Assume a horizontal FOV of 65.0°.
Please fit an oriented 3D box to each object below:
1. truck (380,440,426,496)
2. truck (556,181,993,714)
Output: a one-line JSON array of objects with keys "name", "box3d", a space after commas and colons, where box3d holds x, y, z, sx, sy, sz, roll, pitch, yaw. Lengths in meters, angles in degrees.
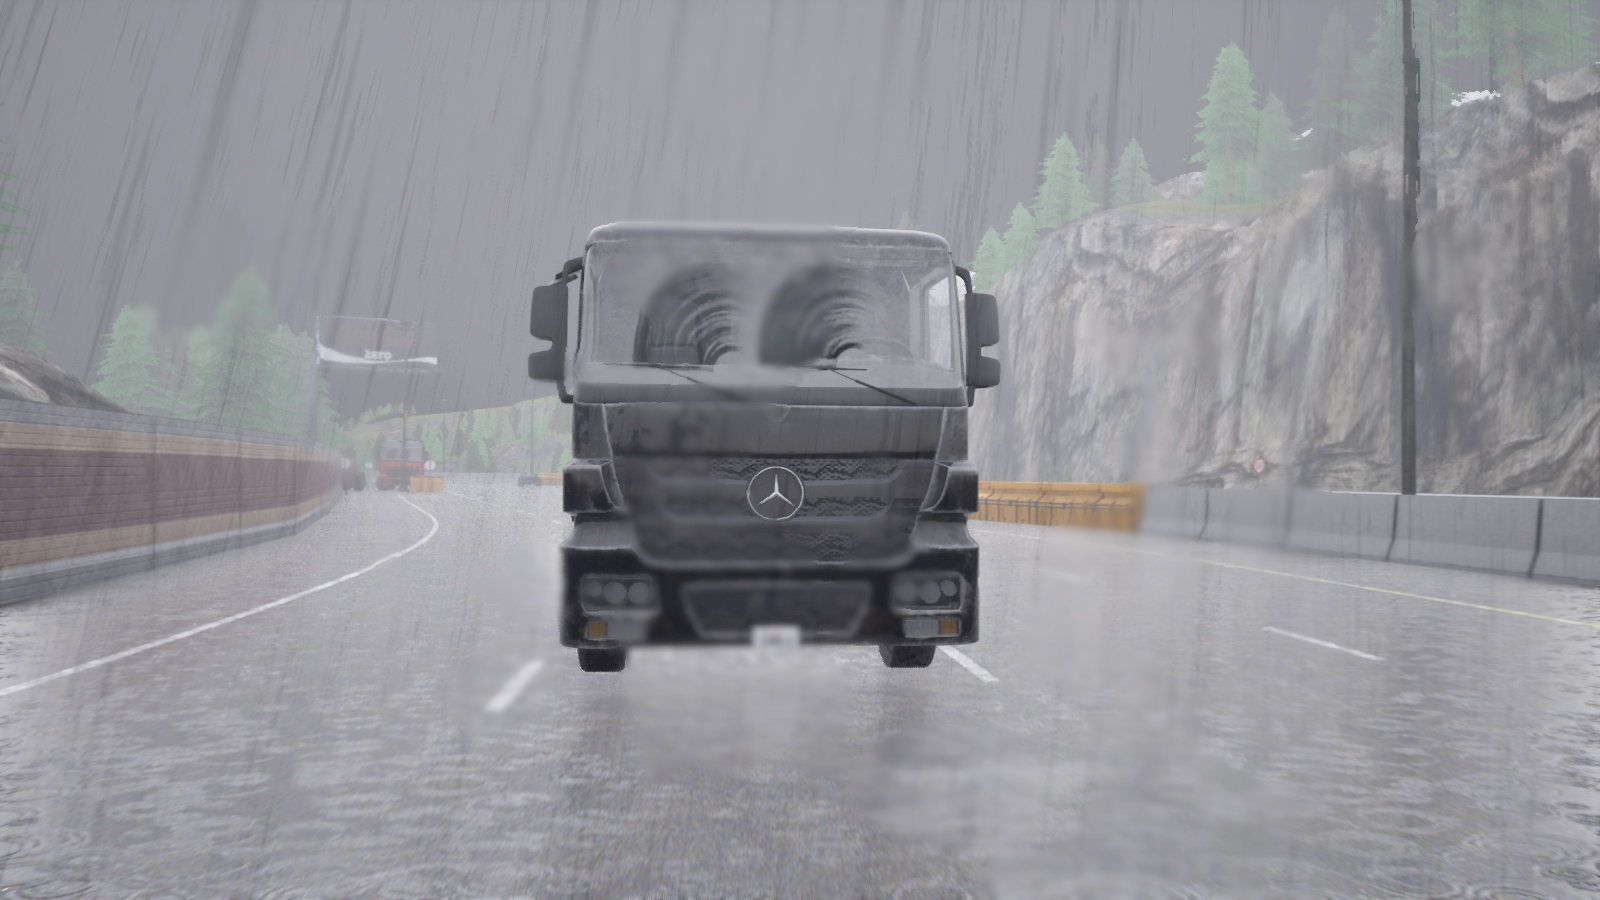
[{"name": "truck", "box3d": [-28.631, 1.292, 90.887, 2.891, 3.827, 8.468, 0, -1, -16]}, {"name": "truck", "box3d": [-0.575, 0.040, 12.260, 2.891, 3.462, 7.936, 0, -1, -6]}]
